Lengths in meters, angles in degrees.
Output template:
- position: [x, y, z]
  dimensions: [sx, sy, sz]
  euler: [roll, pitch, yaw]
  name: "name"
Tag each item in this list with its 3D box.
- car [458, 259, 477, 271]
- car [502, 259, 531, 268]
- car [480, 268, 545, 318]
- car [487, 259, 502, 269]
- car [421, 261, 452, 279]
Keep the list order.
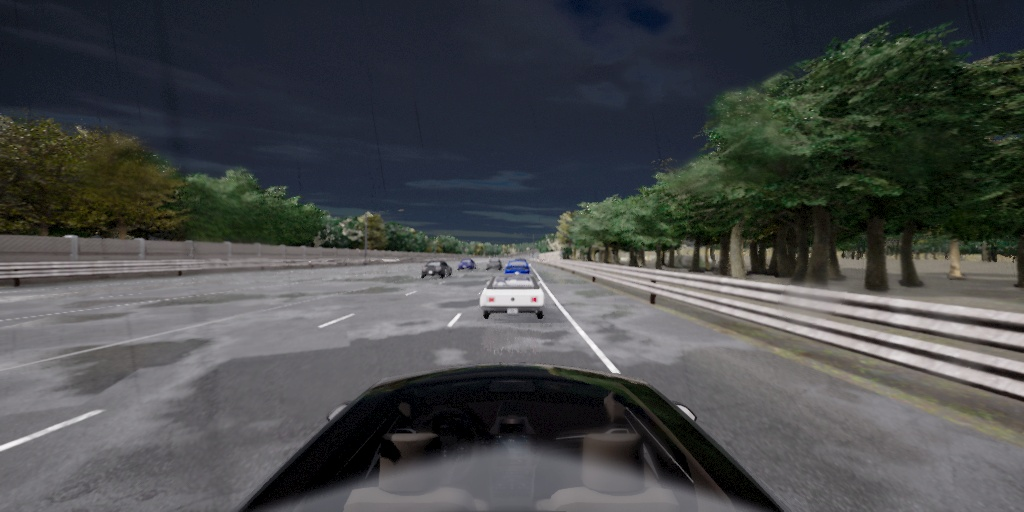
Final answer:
- position: [-5.776, 1.116, 46.575]
  dimensions: [1.812, 1.442, 4.674]
  euler: [0, 0, 2]
  name: "car"
- position: [0.487, 1.065, 28.335]
  dimensions: [1.882, 1.535, 5.008]
  euler: [0, 0, 2]
  name: "car"
- position: [0.053, 1.262, 12.454]
  dimensions: [1.895, 1.301, 4.718]
  euler: [0, 0, 1]
  name: "car"
- position: [-2.240, 1.098, 47.804]
  dimensions: [2.128, 1.511, 4.902]
  euler: [0, 0, 2]
  name: "car"
- position: [-6.348, 1.115, 30.520]
  dimensions: [1.812, 1.442, 4.674]
  euler: [0, 0, 2]
  name: "car"
